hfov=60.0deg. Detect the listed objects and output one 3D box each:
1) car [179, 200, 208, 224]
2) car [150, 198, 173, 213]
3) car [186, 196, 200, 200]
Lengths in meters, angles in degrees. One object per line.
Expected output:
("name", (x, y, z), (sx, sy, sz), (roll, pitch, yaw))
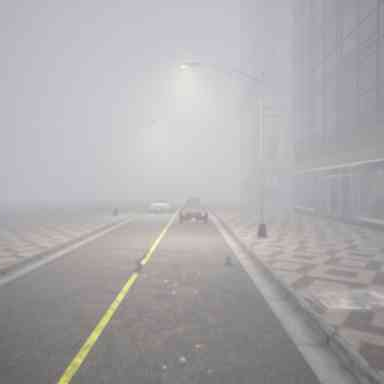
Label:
("car", (0.104, 1.446, 23.471), (1.895, 1.301, 4.718), (0, 0, 0))
("car", (-3.091, 1.302, 33.446), (1.812, 1.442, 4.674), (0, 0, 0))
("car", (0.104, 1.208, 41.386), (2.128, 1.511, 4.902), (0, 0, 0))
